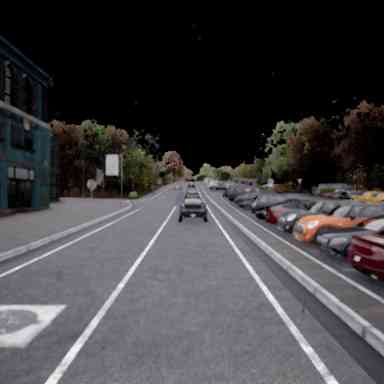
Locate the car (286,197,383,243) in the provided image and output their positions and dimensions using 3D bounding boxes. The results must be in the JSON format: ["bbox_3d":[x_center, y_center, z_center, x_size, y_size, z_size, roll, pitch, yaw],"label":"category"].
[{"bbox_3d":[6.521,1.234,13.579,4.553,1.767,2.185,0,1,0],"label":"car"}]

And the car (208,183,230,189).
[{"bbox_3d":[6.883,-1.539,85.102,5.366,1.575,1.946,0,4,0],"label":"car"}]

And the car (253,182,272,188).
[{"bbox_3d":[19.800,-2.023,93.299,4.792,1.488,2.163,0,4,0],"label":"car"}]

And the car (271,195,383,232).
[{"bbox_3d":[6.540,1.175,16.358,4.553,1.767,2.185,0,1,0],"label":"car"}]

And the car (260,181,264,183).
[{"bbox_3d":[19.757,-1.324,82.242,4.674,1.452,2.002,0,4,0],"label":"car"}]

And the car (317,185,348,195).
[{"bbox_3d":[19.789,0.228,44.313,4.674,1.452,2.002,0,3,0],"label":"car"}]

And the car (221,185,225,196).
[{"bbox_3d":[6.735,0.229,44.212,4.792,1.488,2.163,0,3,0],"label":"car"}]

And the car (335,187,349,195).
[{"bbox_3d":[19.775,0.521,38.624,4.792,1.488,2.163,0,3,0],"label":"car"}]

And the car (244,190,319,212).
[{"bbox_3d":[6.537,0.944,24.717,4.553,1.767,2.185,0,2,0],"label":"car"}]

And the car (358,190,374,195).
[{"bbox_3d":[19.892,0.750,33.040,5.366,1.575,1.946,0,3,0],"label":"car"}]

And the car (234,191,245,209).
[{"bbox_3d":[6.578,0.902,30.301,4.792,1.488,2.163,0,2,0],"label":"car"}]

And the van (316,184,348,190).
[{"bbox_3d":[19.678,-0.182,46.969,4.442,1.987,1.878,-1,3,0],"label":"van"}]

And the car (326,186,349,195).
[{"bbox_3d":[19.769,0.380,41.533,4.674,1.452,2.002,0,3,0],"label":"car"}]

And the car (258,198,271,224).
[{"bbox_3d":[6.558,1.261,19.148,4.792,1.488,2.163,0,1,0],"label":"car"}]

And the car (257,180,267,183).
[{"bbox_3d":[19.591,-1.539,85.005,5.366,1.575,1.946,0,4,0],"label":"car"}]

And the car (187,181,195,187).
[{"bbox_3d":[-0.166,-1.873,87.388,2.097,1.767,4.553,0,3,0],"label":"car"}]

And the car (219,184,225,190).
[{"bbox_3d":[6.696,0.077,46.992,4.792,1.488,2.163,0,3,0],"label":"car"}]

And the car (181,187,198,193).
[{"bbox_3d":[0.021,0.502,42.936,2.128,1.511,4.902,0,2,0],"label":"car"}]

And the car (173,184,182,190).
[{"bbox_3d":[-3.407,-1.164,78.105,2.128,1.511,4.902,0,3,0],"label":"car"}]

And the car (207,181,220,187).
[{"bbox_3d":[6.669,-1.192,79.562,5.008,1.535,2.097,0,4,0],"label":"car"}]

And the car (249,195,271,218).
[{"bbox_3d":[6.519,1.184,21.935,4.792,1.488,2.163,0,2,0],"label":"car"}]

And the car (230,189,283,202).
[{"bbox_3d":[6.621,0.758,33.076,4.892,1.521,2.231,0,2,0],"label":"car"}]

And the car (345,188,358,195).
[{"bbox_3d":[19.912,0.624,35.832,5.366,1.575,1.946,0,3,0],"label":"car"}]

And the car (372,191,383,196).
[{"bbox_3d":[19.659,0.894,30.389,4.792,1.488,2.163,0,2,0],"label":"car"}]

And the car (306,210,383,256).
[{"bbox_3d":[6.473,1.450,10.795,4.674,1.452,2.002,0,1,0],"label":"car"}]

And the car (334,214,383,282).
[{"bbox_3d":[6.444,1.453,8.006,5.008,1.535,2.097,0,1,0],"label":"car"}]

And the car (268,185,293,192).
[{"bbox_3d":[19.704,-0.856,74.068,5.008,1.535,2.097,0,4,0],"label":"car"}]

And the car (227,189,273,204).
[{"bbox_3d":[6.661,0.495,38.653,5.008,1.535,2.097,0,3,0],"label":"car"}]

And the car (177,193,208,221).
[{"bbox_3d":[0.064,1.099,22.841,1.837,1.490,4.892,0,2,0],"label":"car"}]

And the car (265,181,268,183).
[{"bbox_3d":[19.758,-1.153,76.826,4.553,1.767,2.185,0,4,0],"label":"car"}]

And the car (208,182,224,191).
[{"bbox_3d":[6.617,-0.990,76.793,4.792,1.488,2.163,0,4,0],"label":"car"}]

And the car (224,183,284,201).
[{"bbox_3d":[6.675,0.380,35.850,5.566,2.045,2.435,0,3,0],"label":"car"}]

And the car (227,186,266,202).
[{"bbox_3d":[6.717,0.226,41.422,4.553,1.767,2.185,0,3,0],"label":"car"}]

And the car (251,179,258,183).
[{"bbox_3d":[19.840,-2.131,90.517,5.566,2.045,2.435,0,4,0],"label":"car"}]

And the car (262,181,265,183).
[{"bbox_3d":[19.713,-1.163,79.476,4.792,1.488,2.163,0,4,0],"label":"car"}]

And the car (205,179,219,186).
[{"bbox_3d":[6.709,-1.615,82.317,5.566,2.045,2.435,0,4,0],"label":"car"}]
